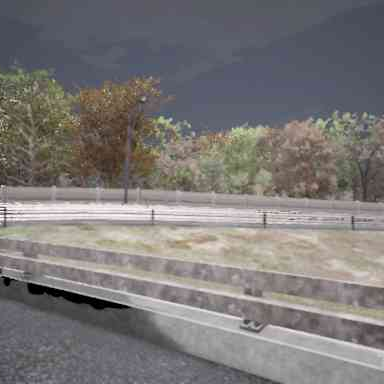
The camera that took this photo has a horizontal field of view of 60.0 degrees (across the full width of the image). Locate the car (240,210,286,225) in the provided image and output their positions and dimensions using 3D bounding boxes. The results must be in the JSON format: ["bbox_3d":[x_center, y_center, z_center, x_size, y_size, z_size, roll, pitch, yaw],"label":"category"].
[{"bbox_3d":[7.386,2.595,34.857,5.008,1.535,1.882,4,-1,-20],"label":"car"}]
